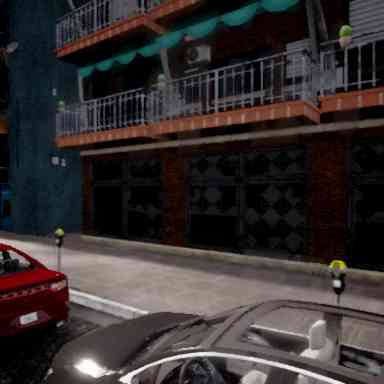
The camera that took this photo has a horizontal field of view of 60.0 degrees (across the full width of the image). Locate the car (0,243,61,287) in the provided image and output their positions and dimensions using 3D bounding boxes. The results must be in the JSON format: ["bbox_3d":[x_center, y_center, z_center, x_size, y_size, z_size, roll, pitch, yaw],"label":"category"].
[{"bbox_3d":[-3.973,1.534,5.705,4.507,1.381,1.887,0,0,35],"label":"car"}]

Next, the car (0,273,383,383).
[{"bbox_3d":[0.638,1.550,2.419,4.403,1.369,2.008,0,0,35],"label":"car"}]
